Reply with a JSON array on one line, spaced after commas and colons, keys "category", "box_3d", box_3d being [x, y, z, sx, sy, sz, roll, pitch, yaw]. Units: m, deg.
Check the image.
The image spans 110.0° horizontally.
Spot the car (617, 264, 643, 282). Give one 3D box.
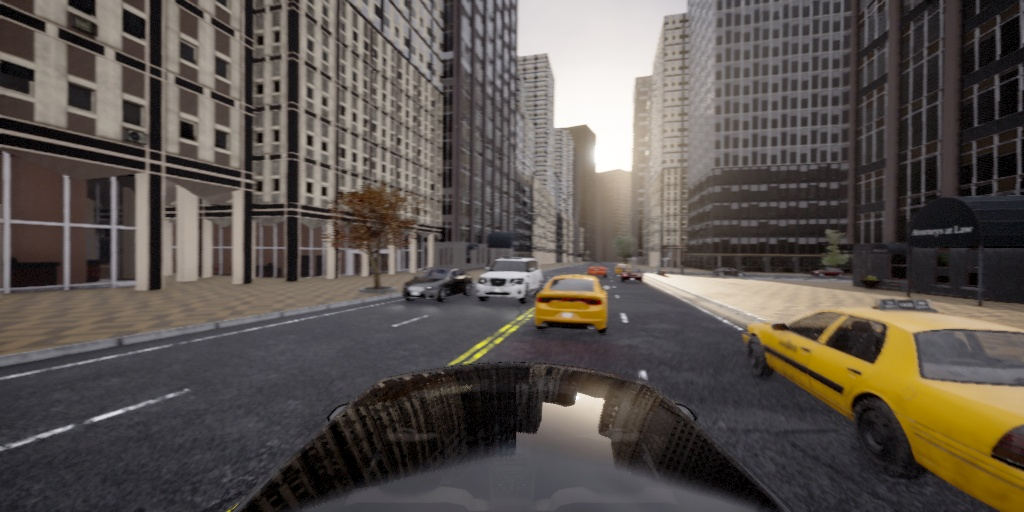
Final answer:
[{"category": "car", "box_3d": [11.124, 1.742, 33.589, 1.895, 1.301, 4.718, 1, 0, 15]}]

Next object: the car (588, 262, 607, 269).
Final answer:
[{"category": "car", "box_3d": [10.130, 1.546, 42.610, 2.097, 1.767, 4.553, 1, 0, 15]}]

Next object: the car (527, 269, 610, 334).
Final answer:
[{"category": "car", "box_3d": [1.980, 1.325, 11.209, 1.882, 1.535, 5.008, 1, 0, 15]}]

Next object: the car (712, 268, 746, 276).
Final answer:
[{"category": "car", "box_3d": [32.847, 2.425, 54.313, 4.403, 1.370, 2.007, 0, 0, 14]}]

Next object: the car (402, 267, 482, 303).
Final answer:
[{"category": "car", "box_3d": [-3.387, 1.308, 17.192, 2.128, 1.511, 4.902, 1, 0, 15]}]

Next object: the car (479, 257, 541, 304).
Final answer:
[{"category": "car", "box_3d": [0.076, 1.088, 17.592, 2.150, 2.045, 5.566, 1, 0, 15]}]

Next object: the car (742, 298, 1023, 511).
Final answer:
[{"category": "car", "box_3d": [4.668, 1.291, 4.499, 1.801, 1.575, 5.366, 1, 0, 15]}]

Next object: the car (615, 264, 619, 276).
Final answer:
[{"category": "car", "box_3d": [14.418, 1.760, 46.501, 1.882, 1.535, 5.008, 1, 0, 15]}]
